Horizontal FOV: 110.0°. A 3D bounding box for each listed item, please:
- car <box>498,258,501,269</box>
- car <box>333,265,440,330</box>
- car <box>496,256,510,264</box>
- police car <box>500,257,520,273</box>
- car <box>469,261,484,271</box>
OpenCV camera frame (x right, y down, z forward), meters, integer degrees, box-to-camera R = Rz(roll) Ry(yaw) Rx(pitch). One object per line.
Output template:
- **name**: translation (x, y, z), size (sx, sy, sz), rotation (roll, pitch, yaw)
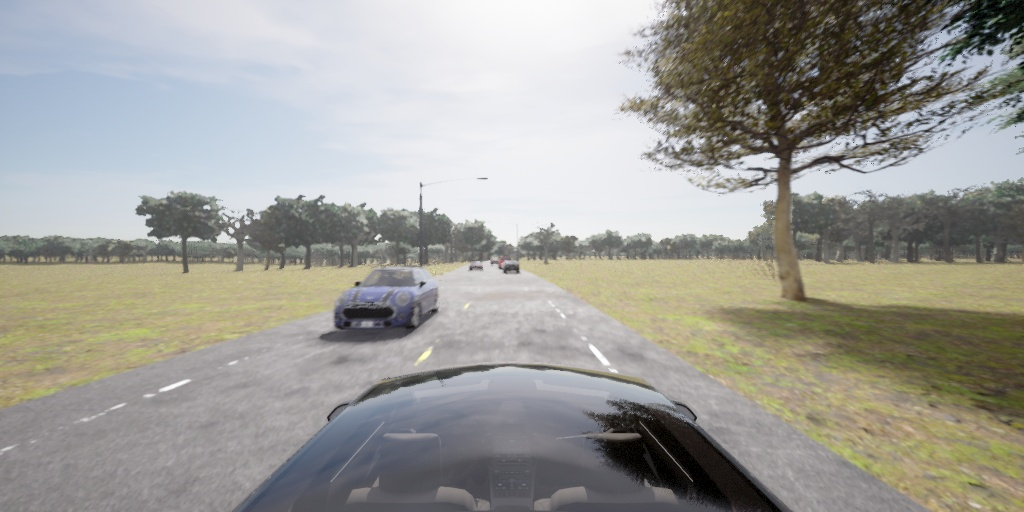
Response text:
- **car**: translation (-0.677, 1.358, 54.310), size (1.812, 1.442, 4.674), rotation (0, 0, -4)
- **car**: translation (-3.653, 1.124, 11.233), size (2.097, 1.767, 4.553), rotation (0, 0, -1)
- **car**: translation (-1.112, 1.070, 60.344), size (2.150, 2.045, 5.566), rotation (0, 0, -4)
- **police car**: translation (-0.071, 1.235, 44.401), size (1.930, 1.638, 5.238), rotation (0, 0, -3)
- **car**: translation (-5.156, 1.409, 52.175), size (1.994, 1.385, 4.181), rotation (0, 0, -3)
